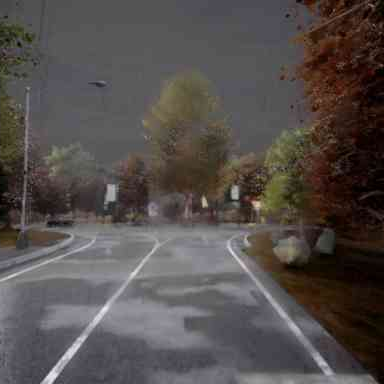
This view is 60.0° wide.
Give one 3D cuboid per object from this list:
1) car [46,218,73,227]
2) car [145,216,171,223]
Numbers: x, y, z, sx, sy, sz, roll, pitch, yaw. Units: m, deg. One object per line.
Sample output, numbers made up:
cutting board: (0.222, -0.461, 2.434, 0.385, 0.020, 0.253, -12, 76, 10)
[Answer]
car: (-19.585, 4.463, 49.270, 1.895, 1.301, 4.718, 0, -4, 5)
car: (-6.547, 5.348, 64.433, 4.902, 1.511, 2.128, 1, -5, -10)
